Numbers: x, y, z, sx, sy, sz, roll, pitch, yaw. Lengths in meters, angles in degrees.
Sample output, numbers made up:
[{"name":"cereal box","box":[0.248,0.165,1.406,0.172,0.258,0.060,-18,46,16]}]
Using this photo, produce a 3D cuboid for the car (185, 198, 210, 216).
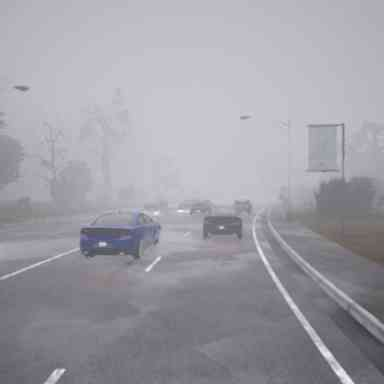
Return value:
[{"name":"car","box":[1.071,1.469,32.313,1.837,1.490,4.892,0,0,13]}]

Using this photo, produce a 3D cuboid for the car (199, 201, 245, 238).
[{"name":"car","box":[1.726,1.465,17.676,1.882,1.535,5.008,0,0,9]}]

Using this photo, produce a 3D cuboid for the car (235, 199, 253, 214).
[{"name":"car","box":[5.427,1.472,35.453,2.128,1.511,4.902,0,0,14]}]

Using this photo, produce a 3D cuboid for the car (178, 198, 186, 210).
[{"name":"car","box":[-0.398,1.506,41.739,1.994,1.385,4.181,0,0,15]}]

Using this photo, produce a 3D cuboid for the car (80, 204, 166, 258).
[{"name":"car","box":[-2.487,1.453,12.699,1.882,1.535,5.008,0,0,6]}]

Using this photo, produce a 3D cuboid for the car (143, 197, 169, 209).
[{"name":"car","box":[-4.351,1.401,40.442,1.882,1.535,5.008,0,0,15]}]
